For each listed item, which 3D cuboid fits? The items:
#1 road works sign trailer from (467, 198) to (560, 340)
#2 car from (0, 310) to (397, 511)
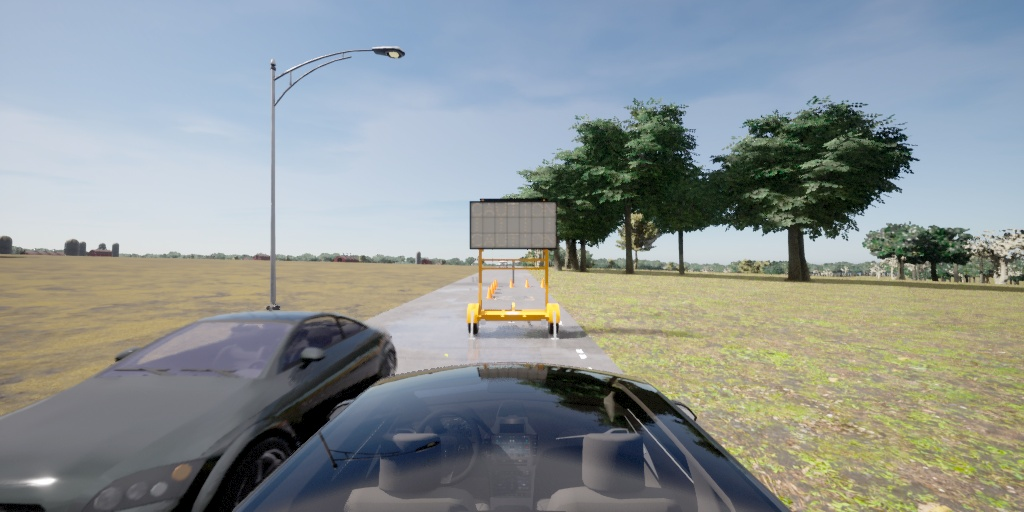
[{"bbox_3d":[0.040,0.219,9.961,2.380,3.560,2.880,0,0,0],"label":"road works sign trailer"},{"bbox_3d":[-2.731,1.315,3.771,1.994,1.385,4.181,0,0,0],"label":"car"}]
